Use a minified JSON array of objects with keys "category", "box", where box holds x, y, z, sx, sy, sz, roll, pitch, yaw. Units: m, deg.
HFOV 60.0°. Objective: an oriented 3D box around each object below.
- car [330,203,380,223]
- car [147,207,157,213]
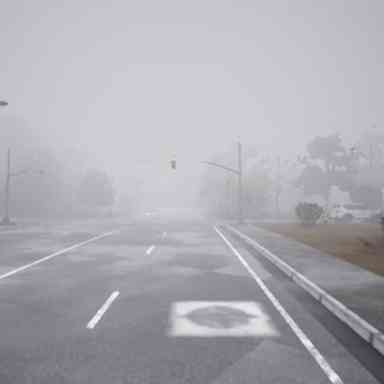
[{"category":"car","box":[17.489,2.233,35.207,5.566,2.045,2.150,0,-3,-3]},{"category":"car","box":[-10.467,4.626,87.297,2.097,1.767,4.553,0,-1,0]}]
